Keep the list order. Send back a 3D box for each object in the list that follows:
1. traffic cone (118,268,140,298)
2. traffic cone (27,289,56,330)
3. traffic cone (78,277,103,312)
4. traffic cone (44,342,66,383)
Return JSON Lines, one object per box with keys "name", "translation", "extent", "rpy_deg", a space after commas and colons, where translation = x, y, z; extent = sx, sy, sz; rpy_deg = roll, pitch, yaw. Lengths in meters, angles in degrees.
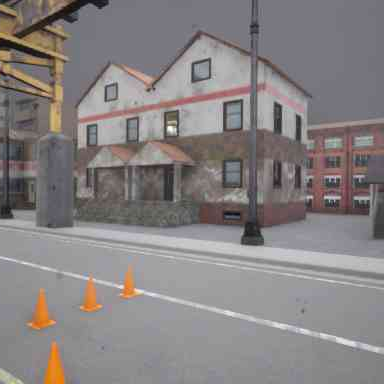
{"name": "traffic cone", "translation": [-1.375, 1.949, 7.251], "extent": [0.340, 0.580, 0.340], "rpy_deg": [0, 0, 36]}
{"name": "traffic cone", "translation": [-2.546, 1.949, 5.630], "extent": [0.340, 0.580, 0.340], "rpy_deg": [0, 0, 36]}
{"name": "traffic cone", "translation": [-1.960, 1.949, 6.441], "extent": [0.340, 0.580, 0.340], "rpy_deg": [0, 0, 36]}
{"name": "traffic cone", "translation": [-1.509, 1.952, 3.648], "extent": [0.340, 0.580, 0.340], "rpy_deg": [0, 0, 36]}
